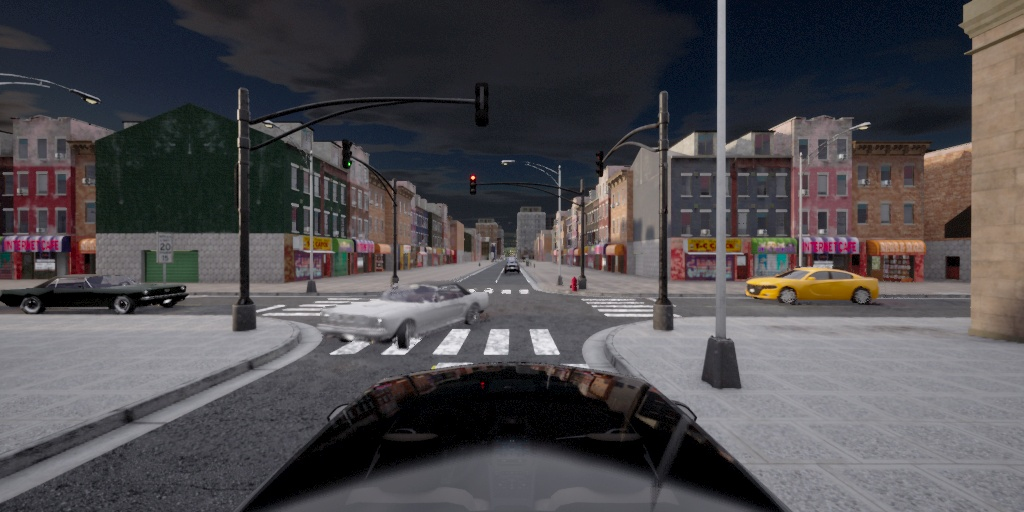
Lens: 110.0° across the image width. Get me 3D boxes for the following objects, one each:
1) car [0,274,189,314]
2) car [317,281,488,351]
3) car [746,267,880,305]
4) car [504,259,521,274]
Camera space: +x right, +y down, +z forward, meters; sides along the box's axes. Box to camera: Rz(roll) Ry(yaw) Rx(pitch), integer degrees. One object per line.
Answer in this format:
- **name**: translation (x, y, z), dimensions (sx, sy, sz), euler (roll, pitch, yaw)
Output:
- **car**: translation (-14.637, 1.311, 12.836), dimensions (4.718, 1.301, 1.895), euler (0, 0, -3)
- **car**: translation (-2.457, 1.349, 9.326), dimensions (1.895, 1.301, 4.718), euler (0, 0, 23)
- **car**: translation (13.097, 1.264, 15.811), dimensions (5.008, 1.535, 1.882), euler (0, 0, 0)
- **car**: translation (0.015, 1.308, 40.628), dimensions (1.948, 1.339, 4.313), euler (0, 0, 0)
